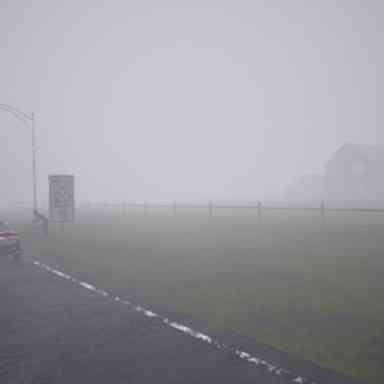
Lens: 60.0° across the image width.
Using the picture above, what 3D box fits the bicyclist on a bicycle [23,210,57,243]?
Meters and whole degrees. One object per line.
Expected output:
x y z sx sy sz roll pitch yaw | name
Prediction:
-7.639 1.711 16.689 1.656 1.620 0.582 -3 1 -41 | bicyclist on a bicycle

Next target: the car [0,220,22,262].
-7.764 1.760 12.264 2.128 1.511 4.902 -1 0 -41 | car
